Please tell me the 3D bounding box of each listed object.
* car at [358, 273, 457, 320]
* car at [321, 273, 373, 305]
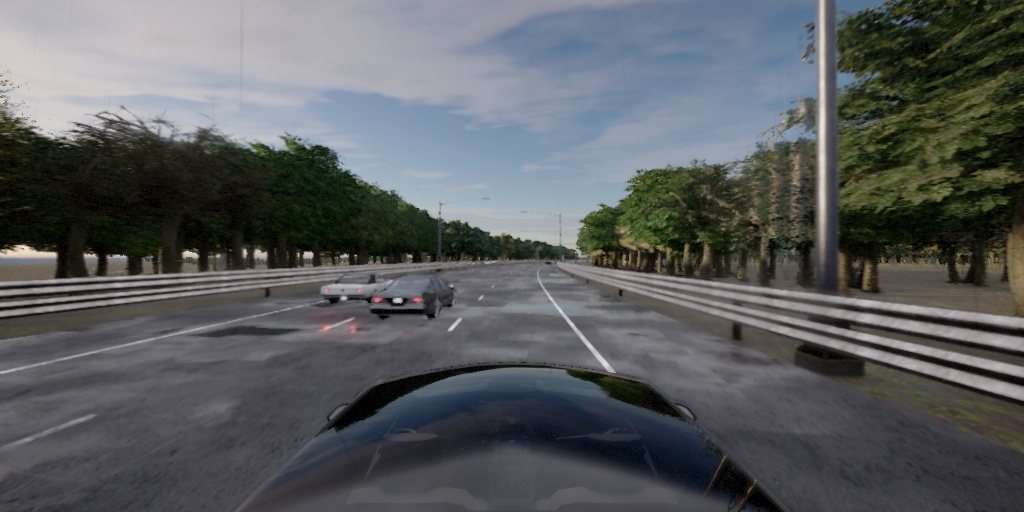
[{"bbox_3d":[-3.305,1.367,12.988,2.033,1.411,5.357,0,0,1],"label":"car"},{"bbox_3d":[-6.728,1.435,16.651,1.895,1.301,4.718,0,0,1],"label":"car"}]
